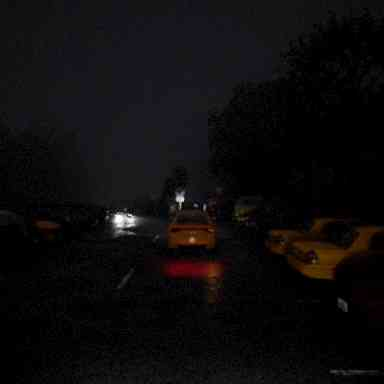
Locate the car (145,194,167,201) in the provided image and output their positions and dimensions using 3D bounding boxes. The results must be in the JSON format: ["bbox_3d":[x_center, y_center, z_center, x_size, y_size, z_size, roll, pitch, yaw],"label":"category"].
[{"bbox_3d":[-8.361,1.202,77.111,4.892,1.521,2.231,0,1,0],"label":"car"}]

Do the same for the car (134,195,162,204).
[{"bbox_3d":[-8.336,1.443,63.244,4.892,1.521,2.231,0,1,0],"label":"car"}]

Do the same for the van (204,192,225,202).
[{"bbox_3d":[4.846,1.061,71.658,4.442,1.987,1.878,0,1,0],"label":"van"}]

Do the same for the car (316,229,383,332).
[{"bbox_3d":[5.010,1.557,5.792,4.792,1.488,2.163,0,0,0],"label":"car"}]

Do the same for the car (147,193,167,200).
[{"bbox_3d":[-8.326,1.041,79.889,4.553,1.767,2.185,0,1,0],"label":"car"}]

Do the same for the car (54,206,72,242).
[{"bbox_3d":[-8.047,1.512,13.973,5.008,1.535,2.097,0,0,0],"label":"car"}]

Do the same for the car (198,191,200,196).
[{"bbox_3d":[4.725,1.137,82.609,5.008,1.535,2.097,0,1,0],"label":"car"}]

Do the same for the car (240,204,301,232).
[{"bbox_3d":[5.041,1.526,16.948,4.674,1.452,2.002,0,1,0],"label":"car"}]

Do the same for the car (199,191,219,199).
[{"bbox_3d":[4.682,0.774,93.686,5.566,2.045,2.435,0,1,0],"label":"car"}]

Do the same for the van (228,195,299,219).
[{"bbox_3d":[4.911,1.201,22.403,4.442,1.987,1.878,-1,1,0],"label":"van"}]

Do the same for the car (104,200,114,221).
[{"bbox_3d":[-8.071,1.455,22.322,4.792,1.488,2.163,0,1,0],"label":"car"}]

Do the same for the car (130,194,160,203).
[{"bbox_3d":[-8.330,1.598,54.916,5.008,1.535,2.097,0,1,0],"label":"car"}]

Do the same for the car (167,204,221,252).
[{"bbox_3d":[0.028,1.507,14.221,1.882,1.535,5.008,0,1,1],"label":"car"}]

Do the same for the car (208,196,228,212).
[{"bbox_3d":[3.552,1.563,37.001,1.882,1.535,5.008,1,-1,-10],"label":"car"}]

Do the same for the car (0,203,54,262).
[{"bbox_3d":[-8.013,1.275,11.179,5.566,2.045,2.435,0,0,0],"label":"car"}]

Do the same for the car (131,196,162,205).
[{"bbox_3d":[-8.155,1.491,60.468,5.366,1.575,1.946,0,1,0],"label":"car"}]

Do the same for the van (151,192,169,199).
[{"bbox_3d":[-8.246,0.882,85.437,4.442,1.987,1.878,0,1,0],"label":"van"}]

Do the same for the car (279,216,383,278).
[{"bbox_3d":[5.224,1.529,8.448,5.366,1.575,1.946,0,0,0],"label":"car"}]

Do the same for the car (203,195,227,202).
[{"bbox_3d":[4.704,1.368,68.769,4.792,1.488,2.163,0,1,0],"label":"car"}]

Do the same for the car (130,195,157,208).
[{"bbox_3d":[-8.362,1.680,52.141,4.792,1.488,2.163,0,1,0],"label":"car"}]

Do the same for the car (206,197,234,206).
[{"bbox_3d":[4.739,1.587,57.692,4.674,1.452,2.002,0,1,0],"label":"car"}]

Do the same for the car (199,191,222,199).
[{"bbox_3d":[4.763,1.139,65.994,5.566,2.045,2.435,0,1,0],"label":"car"}]

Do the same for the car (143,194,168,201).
[{"bbox_3d":[-8.167,1.238,74.344,5.366,1.575,1.946,0,1,0],"label":"car"}]

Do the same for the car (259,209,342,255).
[{"bbox_3d":[5.224,1.524,11.244,5.366,1.575,1.946,0,0,0],"label":"car"}]

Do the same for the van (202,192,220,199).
[{"bbox_3d":[4.834,0.884,85.376,4.442,1.987,1.878,0,1,0],"label":"van"}]

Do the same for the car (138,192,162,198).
[{"bbox_3d":[-8.309,1.295,57.687,5.566,2.045,2.435,0,1,0],"label":"car"}]

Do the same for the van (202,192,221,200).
[{"bbox_3d":[4.614,0.943,79.820,4.442,1.987,1.878,0,1,0],"label":"van"}]

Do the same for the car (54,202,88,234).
[{"bbox_3d":[-8.010,1.362,16.751,4.553,1.767,2.185,0,0,0],"label":"car"}]

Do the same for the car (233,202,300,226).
[{"bbox_3d":[5.041,1.495,19.733,4.674,1.452,2.002,0,1,0],"label":"car"}]

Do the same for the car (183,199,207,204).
[{"bbox_3d":[-0.030,1.515,26.746,1.895,1.301,4.718,0,0,-1],"label":"car"}]

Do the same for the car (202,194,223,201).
[{"bbox_3d":[4.754,1.232,77.072,4.792,1.488,2.163,0,1,0],"label":"car"}]

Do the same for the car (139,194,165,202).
[{"bbox_3d":[-8.536,1.282,71.691,5.366,1.575,1.946,0,1,0],"label":"car"}]

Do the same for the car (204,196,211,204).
[{"bbox_3d":[4.745,1.701,49.505,5.008,1.535,2.097,0,1,0],"label":"car"}]

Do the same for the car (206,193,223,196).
[{"bbox_3d":[4.778,1.523,52.274,4.553,1.767,2.185,0,1,0],"label":"car"}]

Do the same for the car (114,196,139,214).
[{"bbox_3d":[-7.175,1.449,33.644,2.128,1.511,4.902,1,-2,-22],"label":"car"}]

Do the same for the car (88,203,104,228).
[{"bbox_3d":[-8.012,1.486,19.539,4.792,1.488,2.163,0,1,0],"label":"car"}]

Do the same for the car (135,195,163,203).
[{"bbox_3d":[-8.531,1.386,66.018,5.366,1.575,1.946,0,1,0],"label":"car"}]

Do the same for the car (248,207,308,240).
[{"bbox_3d":[5.067,1.541,14.036,4.792,1.488,2.163,0,0,0],"label":"car"}]

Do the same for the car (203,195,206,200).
[{"bbox_3d":[4.715,1.629,54.922,4.792,1.488,2.163,0,1,0],"label":"car"}]
